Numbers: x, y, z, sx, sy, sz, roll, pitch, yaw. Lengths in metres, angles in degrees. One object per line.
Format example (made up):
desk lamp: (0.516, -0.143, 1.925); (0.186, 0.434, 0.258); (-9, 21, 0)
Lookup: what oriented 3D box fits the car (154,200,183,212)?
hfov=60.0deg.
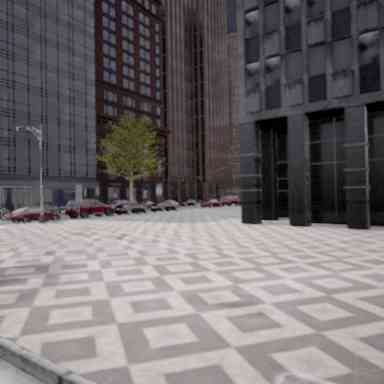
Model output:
car: (-3.474, 1.838, 41.614); (1.947, 1.339, 4.313); (-2, -1, 35)

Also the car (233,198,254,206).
car: (9.325, 1.797, 60.186); (1.947, 1.339, 4.313); (-2, -1, 35)

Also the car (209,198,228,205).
car: (5.511, 1.974, 69.673); (1.887, 1.381, 4.507); (-2, -1, 35)

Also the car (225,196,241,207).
car: (6.121, 1.555, 55.547); (2.192, 1.841, 5.009); (-2, -1, 35)

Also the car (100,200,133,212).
car: (-10.491, 1.919, 46.455); (1.967, 1.590, 4.097); (-1, -1, 35)

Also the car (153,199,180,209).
car: (-4.186, 1.981, 55.601); (1.752, 1.417, 4.829); (-2, -1, 35)

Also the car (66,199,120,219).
car: (-9.877, 1.618, 32.331); (2.192, 1.841, 5.009); (-1, -1, 35)

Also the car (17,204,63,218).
car: (-16.888, 2.075, 37.167); (1.947, 1.339, 4.313); (-1, -1, 35)

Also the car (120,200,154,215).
car: (-6.673, 1.853, 36.971); (1.947, 1.339, 4.313); (-2, -1, 35)

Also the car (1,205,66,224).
car: (-13.072, 1.903, 27.685); (1.802, 1.307, 4.206); (-1, -1, 35)

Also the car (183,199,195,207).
car: (-0.888, 2.012, 60.386); (1.947, 1.339, 4.313); (-2, -1, 35)

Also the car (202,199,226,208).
car: (3.777, 1.903, 56.666); (1.895, 1.301, 4.718); (-2, -1, 34)

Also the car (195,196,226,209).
car: (2.925, 1.794, 50.900); (1.887, 1.381, 4.507); (-2, -1, 35)

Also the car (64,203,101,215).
car: (-13.688, 2.075, 41.811); (1.802, 1.307, 4.206); (-1, -1, 35)

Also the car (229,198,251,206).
car: (9.446, 1.835, 64.892); (2.033, 1.411, 5.357); (-2, -1, 35)

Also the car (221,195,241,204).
car: (8.707, 1.736, 74.319); (2.192, 1.841, 5.009); (-2, -1, 35)

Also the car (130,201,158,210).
car: (-7.288, 2.048, 51.098); (1.802, 1.307, 4.206); (-2, -1, 35)
